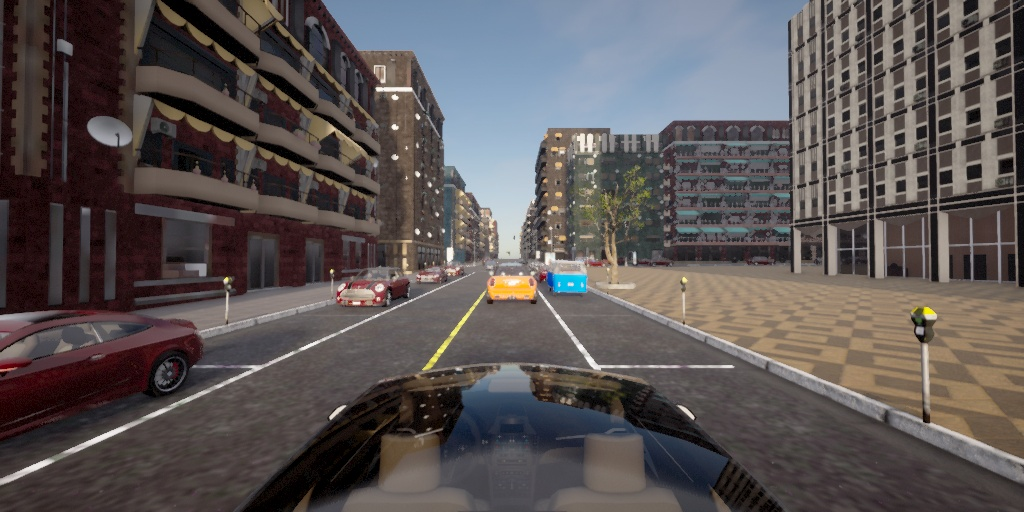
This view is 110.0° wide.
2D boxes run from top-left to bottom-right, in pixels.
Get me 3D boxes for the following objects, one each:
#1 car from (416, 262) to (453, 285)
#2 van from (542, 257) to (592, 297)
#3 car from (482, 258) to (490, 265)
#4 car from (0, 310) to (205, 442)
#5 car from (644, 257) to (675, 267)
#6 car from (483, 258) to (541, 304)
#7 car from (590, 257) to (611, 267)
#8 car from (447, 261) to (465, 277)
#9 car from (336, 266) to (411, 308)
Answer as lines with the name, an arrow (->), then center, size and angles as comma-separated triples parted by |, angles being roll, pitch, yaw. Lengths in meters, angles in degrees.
car -> -5.769, 1.337, 26.254 | 1.802, 1.307, 4.207 | 0, 0, 0
van -> 2.719, 1.094, 18.503 | 1.690, 1.789, 3.998 | 0, 0, 0
car -> -3.000, 1.326, 51.506 | 1.812, 1.442, 4.674 | 0, 0, 0
car -> -5.689, 1.331, 3.976 | 1.802, 1.307, 4.207 | 0, 0, 0
car -> 24.763, 0.945, 59.512 | 4.097, 1.591, 1.967 | 0, 0, 0
car -> 0.000, 1.119, 16.472 | 2.097, 1.767, 4.553 | 0, 0, 0
car -> 13.708, 1.172, 59.591 | 4.207, 1.307, 1.802 | 0, 0, 0
car -> -5.819, 1.198, 35.159 | 1.967, 1.591, 4.097 | 0, 0, 0
car -> -5.694, 1.192, 15.116 | 1.967, 1.591, 4.097 | 0, 0, 0
